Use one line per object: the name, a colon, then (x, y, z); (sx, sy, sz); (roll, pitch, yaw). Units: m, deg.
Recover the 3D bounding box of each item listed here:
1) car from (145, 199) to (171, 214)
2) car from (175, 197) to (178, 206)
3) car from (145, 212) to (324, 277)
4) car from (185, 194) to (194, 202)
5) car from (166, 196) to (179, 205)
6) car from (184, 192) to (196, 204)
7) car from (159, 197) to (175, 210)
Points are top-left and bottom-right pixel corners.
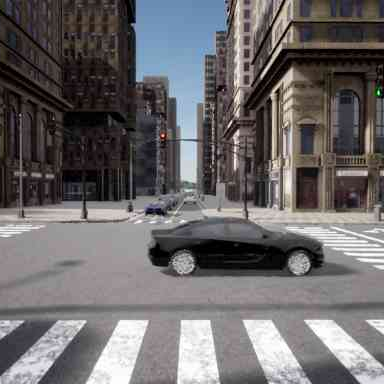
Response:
car: (-3.354, 1.592, 31.589); (1.895, 1.301, 4.718); (0, 0, -1)
car: (-3.485, 1.512, 50.248); (1.812, 1.442, 4.674); (0, 0, -1)
car: (1.213, 1.478, 9.664); (5.008, 1.535, 1.882); (0, 0, 0)
car: (-0.536, 1.338, 72.844); (2.097, 1.767, 4.553); (0, 0, 0)
car: (-3.522, 1.532, 60.926); (2.033, 1.411, 5.357); (0, 0, 0)
car: (-0.381, 1.206, 62.418); (2.150, 2.045, 5.566); (0, 0, 0)
car: (-3.429, 1.493, 40.918); (1.837, 1.490, 4.892); (0, 0, 0)
